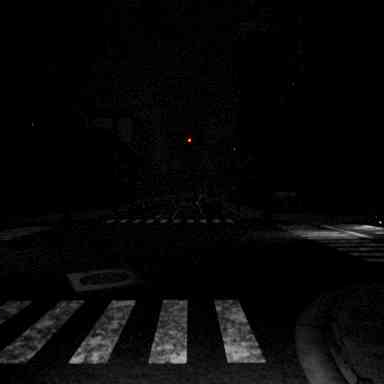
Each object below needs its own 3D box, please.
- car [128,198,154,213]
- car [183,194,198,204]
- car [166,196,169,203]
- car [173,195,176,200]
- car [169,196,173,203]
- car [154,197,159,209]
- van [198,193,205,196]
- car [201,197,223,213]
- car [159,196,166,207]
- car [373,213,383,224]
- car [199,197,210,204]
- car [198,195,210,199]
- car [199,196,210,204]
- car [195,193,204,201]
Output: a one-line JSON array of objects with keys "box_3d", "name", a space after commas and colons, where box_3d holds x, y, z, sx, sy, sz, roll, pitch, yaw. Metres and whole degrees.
[{"box_3d": [-5.694, 1.455, 36.186, 1.967, 1.590, 4.097, 0, 0, 0], "name": "car"}, {"box_3d": [-0.277, 1.556, 63.326, 1.837, 1.490, 4.892, 0, 0, 0], "name": "car"}, {"box_3d": [-5.670, 1.593, 58.229, 2.008, 1.369, 4.403, 0, 0, 0], "name": "car"}, {"box_3d": [-5.646, 1.638, 80.272, 2.008, 1.369, 4.403, 0, 0, 0], "name": "car"}, {"box_3d": [-5.658, 1.503, 69.250, 1.967, 1.590, 4.097, 0, 0, 0], "name": "car"}, {"box_3d": [-5.688, 1.460, 41.697, 1.967, 1.590, 4.097, 0, 0, 0], "name": "car"}, {"box_3d": [2.355, 1.383, 58.220, 1.690, 1.788, 3.998, 0, 0, 0], "name": "van"}, {"box_3d": [2.331, 1.581, 36.177, 1.947, 1.339, 4.313, 0, 0, 0], "name": "car"}, {"box_3d": [-5.676, 1.616, 52.718, 1.802, 1.307, 4.206, 0, 0, 0], "name": "car"}, {"box_3d": [14.349, 1.480, 20.715, 5.357, 1.411, 2.033, 0, 0, -2], "name": "car"}, {"box_3d": [2.361, 1.603, 63.731, 2.008, 1.369, 4.403, 0, 0, 0], "name": "car"}, {"box_3d": [2.349, 1.600, 52.710, 1.947, 1.339, 4.313, 0, 0, 0], "name": "car"}, {"box_3d": [2.343, 1.608, 47.199, 1.802, 1.307, 4.206, 0, 0, 0], "name": "car"}, {"box_3d": [2.022, 1.338, 90.176, 2.150, 2.045, 5.566, 0, 0, 0], "name": "car"}]
